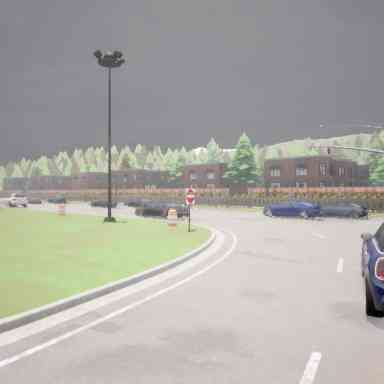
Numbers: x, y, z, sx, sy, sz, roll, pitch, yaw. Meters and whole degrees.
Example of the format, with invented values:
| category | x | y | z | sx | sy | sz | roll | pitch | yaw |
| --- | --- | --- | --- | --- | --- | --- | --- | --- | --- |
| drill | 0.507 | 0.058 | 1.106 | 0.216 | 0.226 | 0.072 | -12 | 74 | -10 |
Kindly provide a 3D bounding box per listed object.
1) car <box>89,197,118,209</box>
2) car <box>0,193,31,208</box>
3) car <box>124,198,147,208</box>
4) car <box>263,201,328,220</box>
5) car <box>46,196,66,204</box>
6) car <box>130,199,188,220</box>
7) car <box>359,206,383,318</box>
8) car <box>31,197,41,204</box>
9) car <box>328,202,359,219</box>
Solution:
| category | x | y | z | sx | sy | sz | roll | pitch | yaw |
| --- | --- | --- | --- | --- | --- | --- | --- | --- | --- |
| car | -12.337 | 1.492 | 46.162 | 4.902 | 1.511 | 2.128 | 0 | 0 | 41 |
| car | -26.335 | 1.222 | 48.985 | 5.566 | 2.045 | 2.150 | 0 | 0 | 41 |
| car | -7.255 | 1.547 | 46.403 | 5.357 | 1.411 | 2.033 | 0 | 0 | 41 |
| car | 8.471 | 1.477 | 28.230 | 5.008 | 1.535 | 1.882 | 0 | 0 | 41 |
| car | -25.272 | 1.507 | 61.932 | 4.892 | 1.490 | 1.837 | 1 | 0 | 41 |
| car | -2.619 | 1.547 | 28.547 | 5.357 | 1.411 | 2.033 | 0 | 0 | 41 |
| car | 4.807 | 1.352 | 7.050 | 2.097 | 1.767 | 4.553 | 0 | 0 | 26 |
| car | -29.330 | 1.564 | 60.808 | 4.181 | 1.385 | 1.994 | 0 | 0 | 41 |
| car | 12.963 | 1.564 | 28.979 | 4.181 | 1.385 | 1.994 | 0 | 0 | 41 |
